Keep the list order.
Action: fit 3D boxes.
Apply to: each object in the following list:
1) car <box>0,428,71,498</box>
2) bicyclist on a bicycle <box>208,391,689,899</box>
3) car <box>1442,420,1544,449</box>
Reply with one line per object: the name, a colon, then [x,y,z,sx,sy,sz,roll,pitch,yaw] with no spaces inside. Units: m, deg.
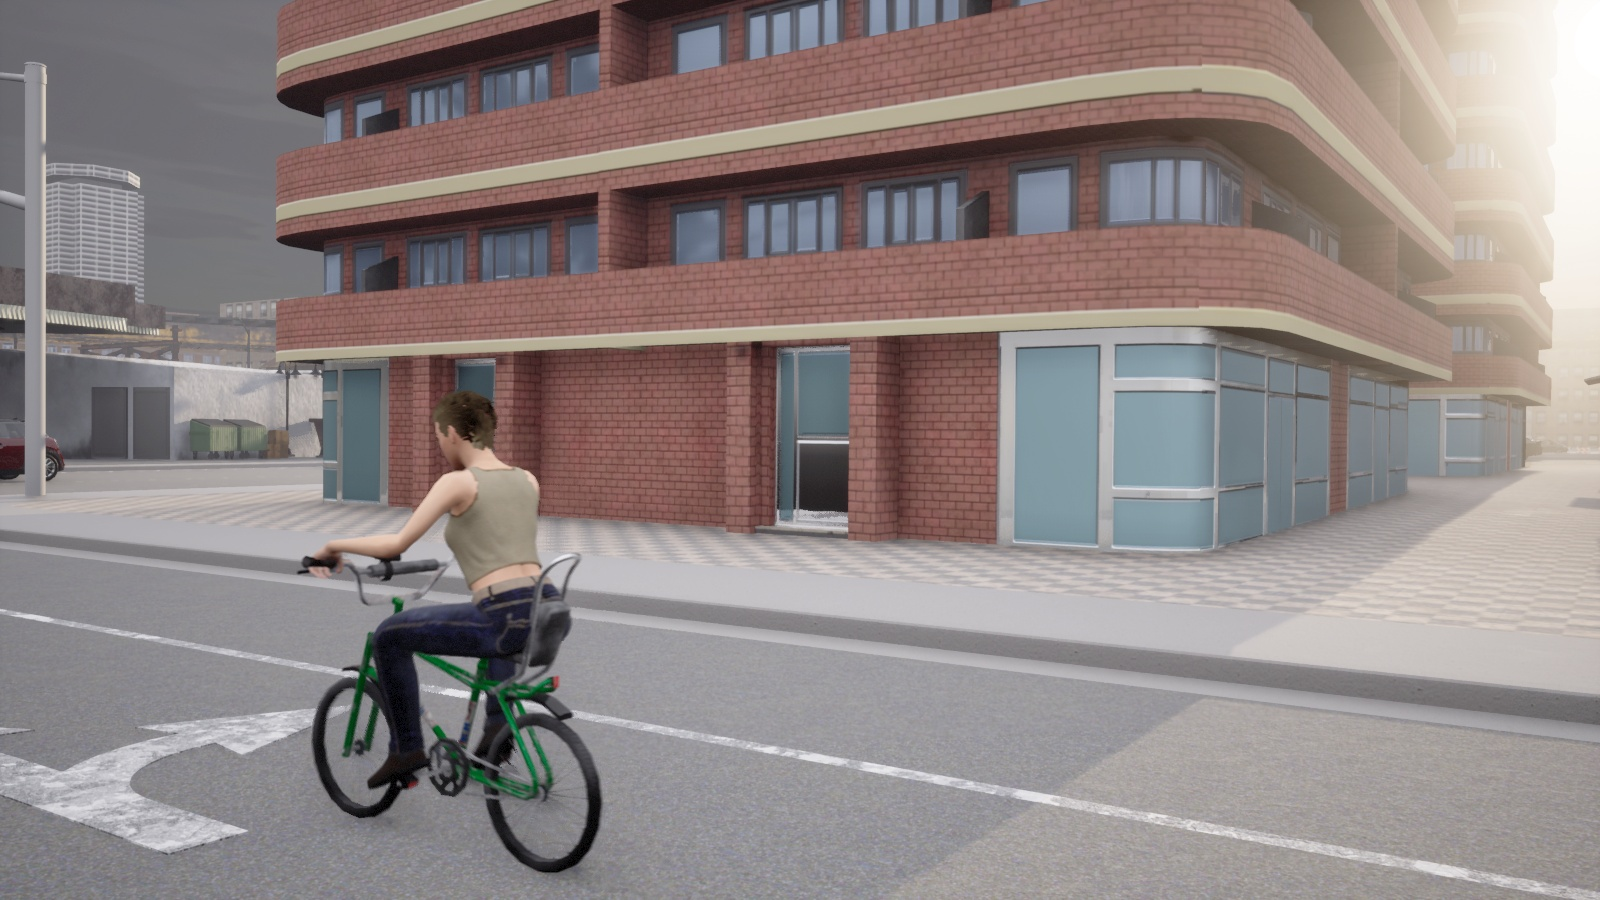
car: [-21.615,0.346,32.207,2.097,1.767,4.553,0,1,32]
bicyclist on a bicycle: [-1.257,0.617,4.462,1.509,1.612,0.866,1,1,33]
car: [39.457,-0.862,71.520,4.892,1.490,1.837,-1,0,34]
